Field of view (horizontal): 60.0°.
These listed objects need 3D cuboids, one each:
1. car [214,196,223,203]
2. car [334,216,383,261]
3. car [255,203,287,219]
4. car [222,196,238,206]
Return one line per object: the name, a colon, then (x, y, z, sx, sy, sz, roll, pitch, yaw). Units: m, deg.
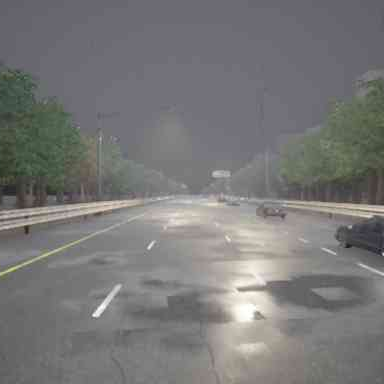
car: (7.322, 1.788, 82.589, 2.097, 1.767, 4.553, 0, 0, 0)
car: (6.998, 1.567, 11.754, 2.033, 1.411, 5.357, 0, 0, 0)
car: (7.029, 1.657, 30.009, 2.033, 1.411, 5.357, 0, 0, 0)
car: (7.156, 1.834, 59.601, 2.033, 1.411, 5.357, 0, 0, 0)
